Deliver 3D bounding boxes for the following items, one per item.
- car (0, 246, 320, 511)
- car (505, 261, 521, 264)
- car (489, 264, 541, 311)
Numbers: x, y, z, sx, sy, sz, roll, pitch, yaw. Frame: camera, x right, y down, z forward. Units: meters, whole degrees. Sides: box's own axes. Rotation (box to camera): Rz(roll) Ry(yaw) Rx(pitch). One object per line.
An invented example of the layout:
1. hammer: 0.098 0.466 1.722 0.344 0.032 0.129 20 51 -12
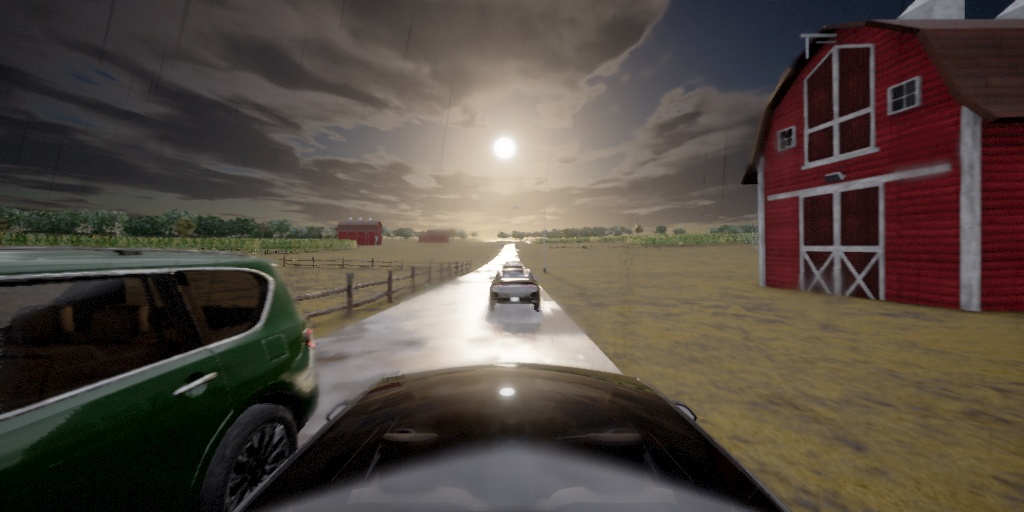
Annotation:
1. car: -2.848 0.972 1.044 2.150 2.045 5.566 0 0 0
2. car: 0.083 1.198 32.837 1.882 1.535 5.008 0 0 0
3. car: 0.093 1.233 14.414 2.128 1.511 4.902 0 0 0
